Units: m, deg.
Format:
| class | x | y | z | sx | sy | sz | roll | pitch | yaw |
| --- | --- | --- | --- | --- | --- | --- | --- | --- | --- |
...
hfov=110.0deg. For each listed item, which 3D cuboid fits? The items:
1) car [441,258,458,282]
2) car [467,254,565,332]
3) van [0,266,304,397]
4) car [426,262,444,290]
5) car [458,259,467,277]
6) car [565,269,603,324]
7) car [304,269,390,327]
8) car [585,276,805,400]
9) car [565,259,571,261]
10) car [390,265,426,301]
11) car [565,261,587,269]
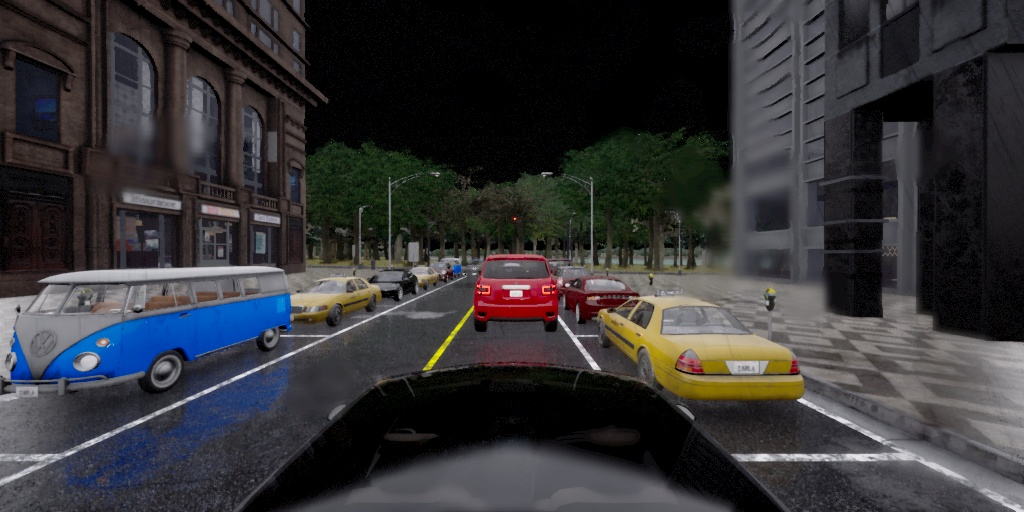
| class | x | y | z | sx | sy | sz | roll | pitch | yaw |
| --- | --- | --- | --- | --- | --- | --- | --- | --- | --- |
| car | -5.758 | 1.193 | 28.109 | 1.967 | 1.591 | 4.097 | 0 | 0 | 0 |
| car | 0.105 | 0.972 | 11.053 | 2.150 | 2.045 | 5.566 | 0 | 0 | 0 |
| van | -5.762 | 1.091 | 6.360 | 1.690 | 1.789 | 3.998 | 0 | 0 | 0 |
| car | -5.759 | 1.277 | 22.502 | 1.751 | 1.417 | 4.829 | 0 | 0 | 0 |
| car | -2.994 | 0.894 | 30.930 | 2.128 | 1.511 | 4.902 | 0 | 0 | 0 |
| car | 2.764 | 1.295 | 11.795 | 1.888 | 1.381 | 4.507 | 0 | 0 | 0 |
| car | -5.761 | 1.276 | 11.627 | 1.751 | 1.417 | 4.829 | 0 | 0 | 0 |
| car | 2.763 | 1.275 | 6.527 | 1.751 | 1.417 | 4.829 | 0 | 0 | 0 |
| car | 2.766 | 1.066 | 22.670 | 2.192 | 1.841 | 5.009 | 0 | 0 | 0 |
| car | -5.760 | 1.317 | 17.234 | 1.948 | 1.339 | 4.313 | 0 | 0 | 0 |
| car | 2.765 | 1.190 | 17.232 | 1.967 | 1.591 | 4.097 | 0 | 0 | 0 |
